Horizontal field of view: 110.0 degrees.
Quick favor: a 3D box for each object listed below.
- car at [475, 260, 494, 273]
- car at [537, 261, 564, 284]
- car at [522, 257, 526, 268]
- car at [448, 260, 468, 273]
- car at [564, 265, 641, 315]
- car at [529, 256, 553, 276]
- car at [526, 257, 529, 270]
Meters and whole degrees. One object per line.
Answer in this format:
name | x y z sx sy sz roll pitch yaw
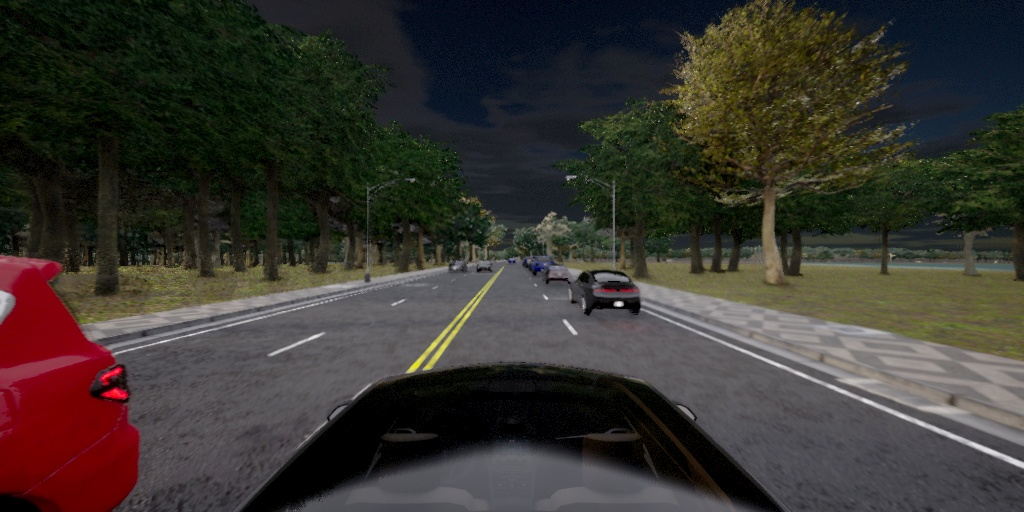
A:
car | -3.326 1.288 44.090 1.837 1.490 4.892 0 -1 0
car | 3.251 1.304 26.942 2.033 1.411 5.357 0 0 0
car | 3.252 1.325 59.973 2.163 1.488 4.792 0 0 0
car | -6.576 1.274 43.922 2.128 1.511 4.902 0 0 0
car | 3.350 1.256 13.653 1.837 1.490 4.892 0 0 0
car | 3.251 0.992 37.973 2.150 2.045 5.566 0 0 0
car | 3.251 1.270 48.943 1.882 1.535 5.008 0 0 0
